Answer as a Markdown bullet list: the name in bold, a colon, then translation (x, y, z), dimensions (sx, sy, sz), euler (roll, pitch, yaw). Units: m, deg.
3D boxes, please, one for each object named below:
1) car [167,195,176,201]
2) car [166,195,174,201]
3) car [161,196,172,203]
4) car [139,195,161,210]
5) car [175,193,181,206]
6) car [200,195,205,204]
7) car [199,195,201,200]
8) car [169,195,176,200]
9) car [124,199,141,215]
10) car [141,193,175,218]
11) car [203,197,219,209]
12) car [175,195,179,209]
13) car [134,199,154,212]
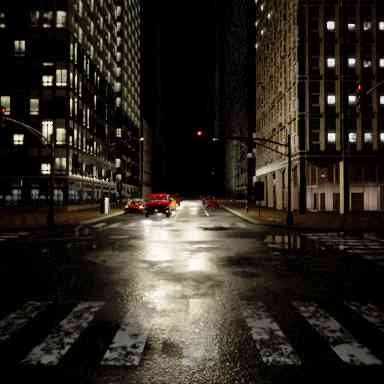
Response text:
- **car**: translation (-5.541, 1.587, 89.567), dimensions (2.008, 1.369, 4.403), euler (1, 0, 0)
- **car**: translation (-5.549, 1.578, 83.992), dimensions (1.887, 1.381, 4.507), euler (1, 0, 0)
- **car**: translation (-5.566, 1.573, 72.841), dimensions (1.887, 1.381, 4.507), euler (1, 0, 0)
- **car**: translation (-5.604, 1.332, 44.966), dimensions (2.192, 1.841, 5.009), euler (1, 0, 0)
- **car**: translation (-3.001, 1.244, 54.059), dimensions (2.150, 2.045, 5.566), euler (0, 0, 0)
- **car**: translation (2.790, 1.547, 56.341), dimensions (1.752, 1.417, 4.829), euler (1, 0, 0)
- **car**: translation (2.797, 1.590, 61.748), dimensions (1.947, 1.339, 4.313), euler (1, 0, 0)
- **car**: translation (-5.533, 1.605, 95.142), dimensions (1.947, 1.339, 4.313), euler (1, 0, 0)
- **car**: translation (-5.623, 1.453, 33.815), dimensions (1.967, 1.590, 4.097), euler (1, 0, 0)
- **car**: translation (-3.047, 1.233, 31.144), dimensions (2.150, 2.045, 5.566), euler (0, 0, 0)
- **car**: translation (2.771, 1.599, 45.015), dimensions (1.802, 1.307, 4.206), euler (1, 0, 0)
- **car**: translation (-3.035, 1.493, 41.571), dimensions (1.882, 1.535, 5.008), euler (0, 0, 0)
- **car**: translation (-5.617, 1.597, 39.391), dimensions (1.802, 1.307, 4.206), euler (1, 0, 0)
